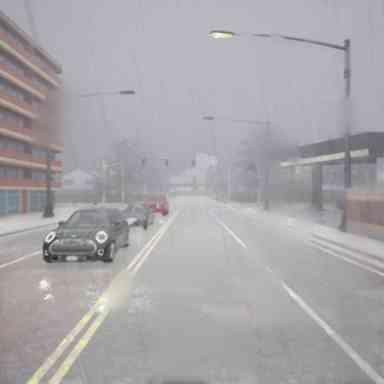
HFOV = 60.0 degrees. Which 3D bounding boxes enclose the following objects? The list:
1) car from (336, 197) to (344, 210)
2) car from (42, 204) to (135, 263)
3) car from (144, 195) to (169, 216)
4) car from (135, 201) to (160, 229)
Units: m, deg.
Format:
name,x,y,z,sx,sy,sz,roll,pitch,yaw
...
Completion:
name,x,y,z,sx,sy,sz,roll,pitch,yaw
car,20.214,1.420,40.890,4.611,1.667,2.242,0,0,1
car,-3.607,1.390,12.128,2.097,1.767,4.553,0,0,-1
car,-3.591,1.329,34.008,2.150,2.045,5.566,0,0,1
car,-3.598,1.560,21.985,2.128,1.511,4.902,0,0,0
